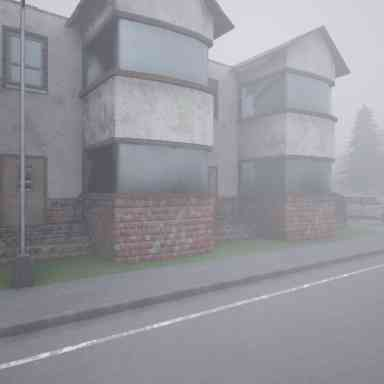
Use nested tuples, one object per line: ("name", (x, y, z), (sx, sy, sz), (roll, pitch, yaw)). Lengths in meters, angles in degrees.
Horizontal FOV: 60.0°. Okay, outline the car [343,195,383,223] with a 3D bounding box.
("car", (12.645, 1.220, 23.618), (2.150, 2.045, 5.566), (0, 0, -35))
